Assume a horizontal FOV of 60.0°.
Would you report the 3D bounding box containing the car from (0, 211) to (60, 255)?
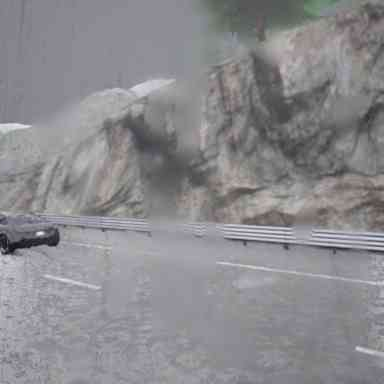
[{"bbox_3d":[-7.056,1.454,12.977,4.181,1.385,1.994,0,1,34],"label":"car"}]
